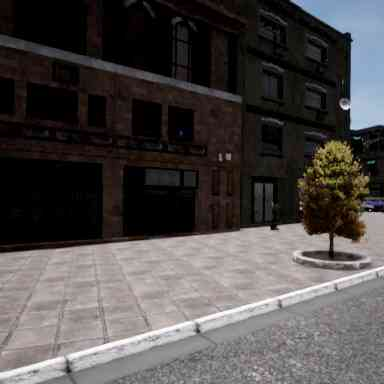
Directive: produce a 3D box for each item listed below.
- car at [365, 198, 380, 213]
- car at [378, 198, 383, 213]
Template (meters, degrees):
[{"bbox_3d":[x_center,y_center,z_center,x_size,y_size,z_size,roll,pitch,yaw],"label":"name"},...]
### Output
[{"bbox_3d":[18.686,1.614,38.140,1.947,1.339,4.313,1,-1,-18],"label":"car"},{"bbox_3d":[21.436,1.440,37.622,2.097,1.767,4.553,1,-1,-17],"label":"car"}]
